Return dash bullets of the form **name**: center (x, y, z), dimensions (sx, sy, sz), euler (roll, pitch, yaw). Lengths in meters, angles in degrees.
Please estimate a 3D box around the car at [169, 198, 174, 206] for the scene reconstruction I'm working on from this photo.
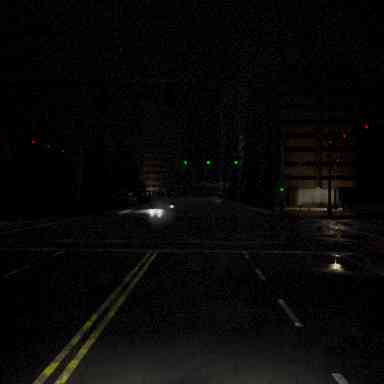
- **car**: center (-4.627, 1.908, 66.501), dimensions (1.882, 1.535, 5.008), euler (0, 0, 2)

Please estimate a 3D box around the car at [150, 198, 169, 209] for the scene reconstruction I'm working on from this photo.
- **car**: center (-5.192, 1.810, 50.435), dimensions (2.128, 1.511, 4.902), euler (0, -1, 2)
